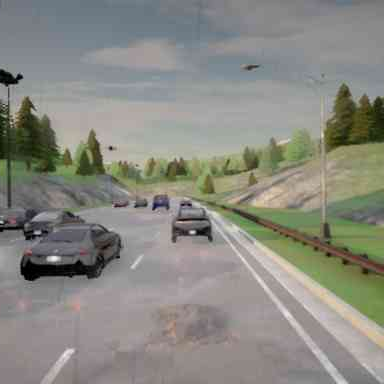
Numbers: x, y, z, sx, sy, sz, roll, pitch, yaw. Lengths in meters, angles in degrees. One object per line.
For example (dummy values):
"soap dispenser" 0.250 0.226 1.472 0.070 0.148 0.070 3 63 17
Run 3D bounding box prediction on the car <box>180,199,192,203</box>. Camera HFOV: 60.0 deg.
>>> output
"car" -0.951 1.709 52.444 1.895 1.301 4.718 -1 0 -3

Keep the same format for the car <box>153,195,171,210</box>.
"car" -4.140 1.365 45.237 2.150 2.045 5.566 -1 0 -3

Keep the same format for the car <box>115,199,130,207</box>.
"car" -11.604 1.837 55.692 1.994 1.385 4.181 -1 0 -2

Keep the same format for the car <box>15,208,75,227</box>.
"car" -7.003 1.661 17.362 1.812 1.442 4.674 -1 0 0

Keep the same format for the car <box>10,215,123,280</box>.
"car" -3.453 1.634 10.286 1.994 1.385 4.181 -1 0 0

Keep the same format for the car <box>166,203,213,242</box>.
"car" -0.004 1.522 16.694 2.128 1.511 4.902 -1 0 0

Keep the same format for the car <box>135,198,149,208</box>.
"car" -7.993 1.706 53.176 2.128 1.511 4.902 -1 0 -2

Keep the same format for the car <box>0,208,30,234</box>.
"car" -10.548 1.742 20.986 2.033 1.411 5.357 -1 0 0
